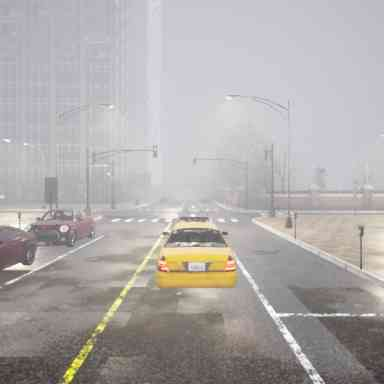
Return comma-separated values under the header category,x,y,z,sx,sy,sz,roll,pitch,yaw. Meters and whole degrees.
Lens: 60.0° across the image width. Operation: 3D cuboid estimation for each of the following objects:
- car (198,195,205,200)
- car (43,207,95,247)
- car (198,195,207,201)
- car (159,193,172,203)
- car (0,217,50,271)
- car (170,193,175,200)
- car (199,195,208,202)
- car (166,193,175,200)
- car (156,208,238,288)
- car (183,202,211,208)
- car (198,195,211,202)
category,x,y,z,sx,sy,sz,roll,pitch,yaw
car,2.607,1.411,91.470,1.887,1.381,4.507,0,0,0
car,-5.704,1.433,14.642,1.967,1.590,4.097,0,0,0
car,2.617,1.448,80.349,2.008,1.369,4.403,0,0,0
car,-5.899,1.485,69.165,1.947,1.339,4.313,0,0,0
car,-5.699,1.579,8.949,1.802,1.307,4.206,0,0,0
car,-5.913,1.324,85.848,1.967,1.590,4.097,0,0,0
car,2.622,1.454,74.788,1.887,1.381,4.507,0,0,0
car,-5.917,1.181,91.407,2.192,1.841,5.009,0,0,0
car,0.090,1.454,9.150,1.801,1.575,5.366,0,0,0
car,0.098,1.535,19.413,2.033,1.411,5.357,0,0,0
car,2.693,1.492,63.674,1.947,1.339,4.313,0,0,0
